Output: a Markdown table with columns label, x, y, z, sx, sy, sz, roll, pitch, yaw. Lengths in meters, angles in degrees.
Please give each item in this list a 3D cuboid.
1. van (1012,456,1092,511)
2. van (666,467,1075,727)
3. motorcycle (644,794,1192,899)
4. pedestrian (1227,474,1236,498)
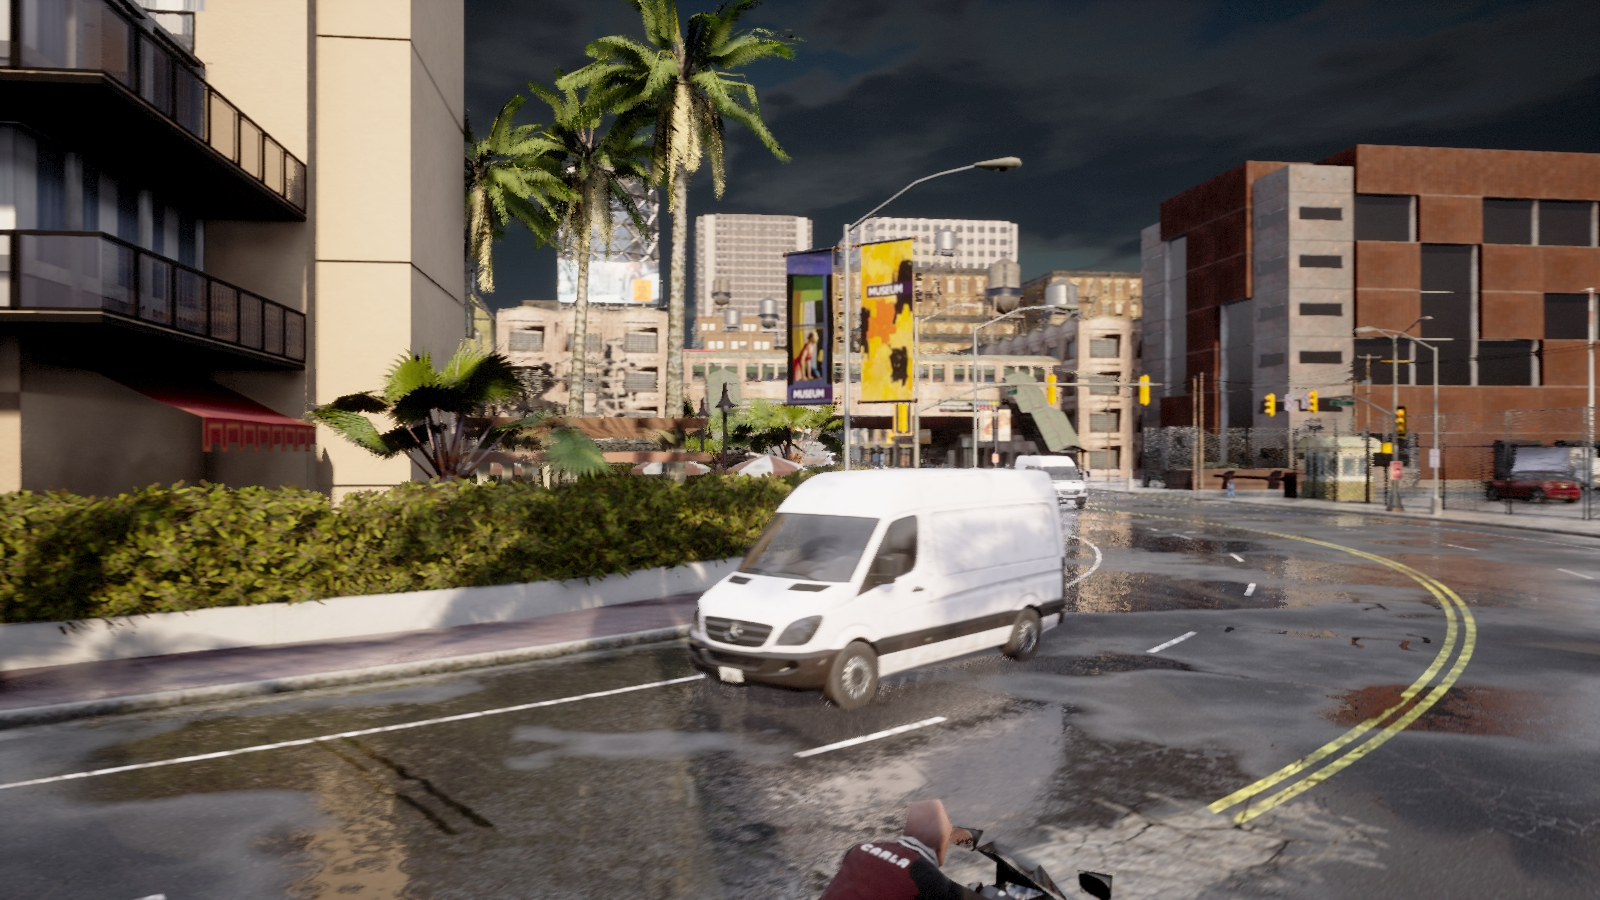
| label | x | y | z | sx | sy | sz | roll | pitch | yaw |
| --- | --- | --- | --- | --- | --- | --- | --- | --- | --- |
| van | 12.364 | 1.570 | 56.552 | 1.988 | 2.561 | 5.915 | 0 | 0 | -7 |
| van | 1.173 | 1.545 | 14.550 | 1.988 | 2.561 | 5.915 | 0 | 0 | 41 |
| motorcycle | 0.436 | 2.208 | 4.243 | 2.209 | 1.251 | 0.867 | 0 | 0 | -38 |
| pedestrian | 23.913 | 2.011 | 63.338 | 0.375 | 1.300 | 0.375 | 0 | 0 | -3 |
